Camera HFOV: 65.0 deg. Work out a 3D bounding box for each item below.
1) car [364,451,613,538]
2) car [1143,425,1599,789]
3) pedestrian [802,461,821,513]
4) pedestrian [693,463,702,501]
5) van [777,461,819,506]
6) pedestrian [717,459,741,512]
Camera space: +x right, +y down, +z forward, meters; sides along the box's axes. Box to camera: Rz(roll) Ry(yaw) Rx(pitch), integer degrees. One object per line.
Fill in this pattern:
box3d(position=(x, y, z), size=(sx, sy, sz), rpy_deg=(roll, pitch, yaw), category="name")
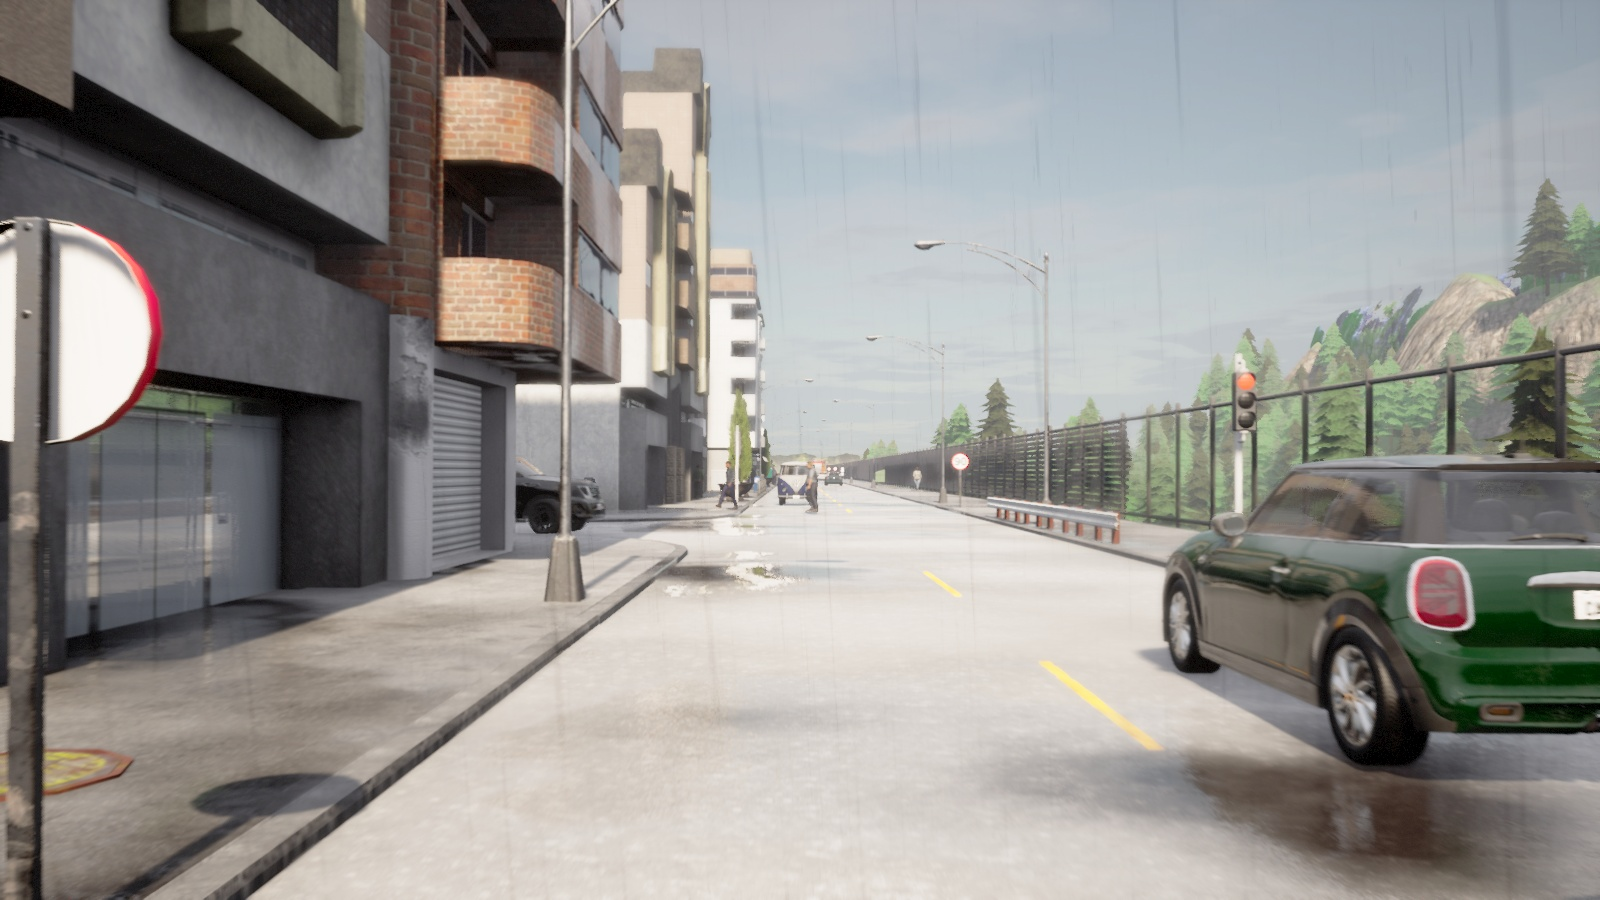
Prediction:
box3d(position=(-7.634, 1.084, 31.038), size=(5.566, 2.045, 2.150), rpy_deg=(0, -1, 7), category="car")
box3d(position=(3.977, 0.798, 8.398), size=(2.097, 1.767, 4.553), rpy_deg=(0, -1, 0), category="car")
box3d(position=(0.412, 1.308, 44.983), size=(0.694, 1.848, 0.540), rpy_deg=(0, -1, 0), category="pedestrian")
box3d(position=(-5.321, 1.637, 65.189), size=(0.423, 1.949, 0.788), rpy_deg=(0, -1, -2), category="pedestrian")
box3d(position=(-0.068, 1.540, 58.080), size=(1.775, 1.987, 4.442), rpy_deg=(0, -1, 2), category="van")
box3d(position=(-2.621, 1.306, 46.322), size=(0.788, 1.949, 0.423), rpy_deg=(0, -1, -30), category="pedestrian")
